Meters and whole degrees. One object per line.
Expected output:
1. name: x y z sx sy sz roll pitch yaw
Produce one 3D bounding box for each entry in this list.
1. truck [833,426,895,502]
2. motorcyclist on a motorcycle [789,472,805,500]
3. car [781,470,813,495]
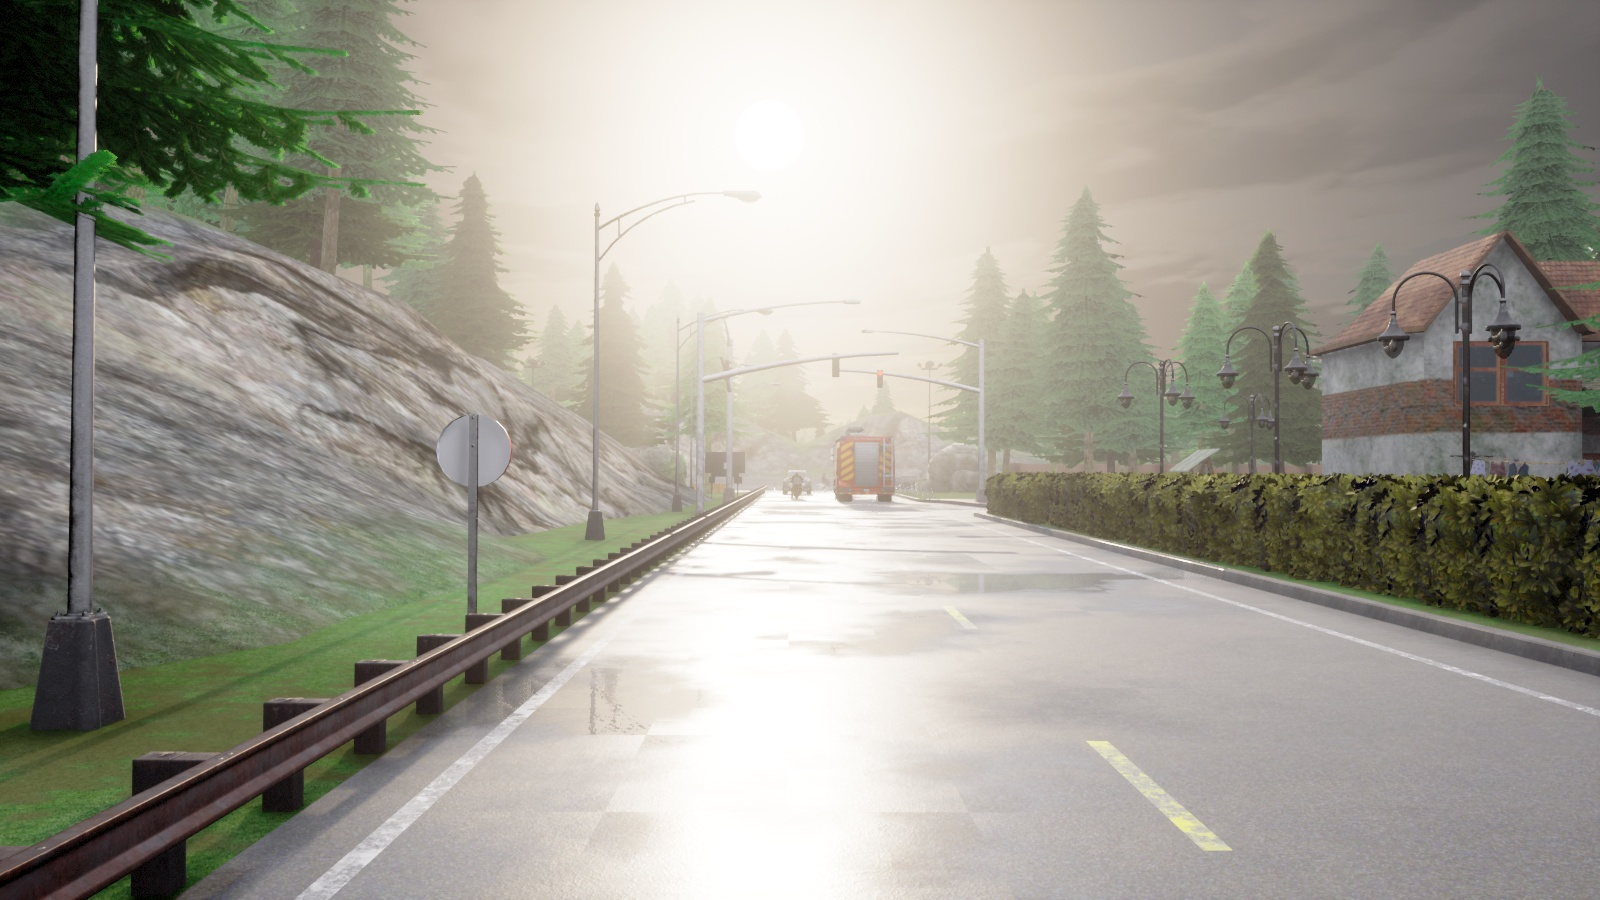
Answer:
1. truck: 3.336 0.767 67.518 2.891 3.827 8.468 0 -1 0
2. motorcyclist on a motorcycle: -0.166 2.027 70.237 0.866 1.530 2.191 0 -1 0
3. car: -0.187 2.166 84.805 2.033 1.649 4.856 0 -1 0
